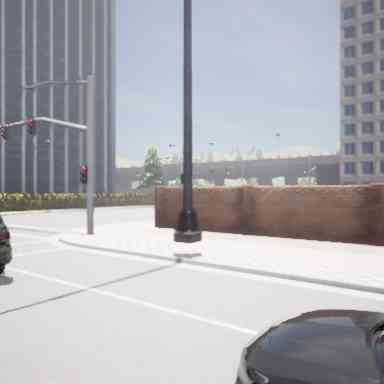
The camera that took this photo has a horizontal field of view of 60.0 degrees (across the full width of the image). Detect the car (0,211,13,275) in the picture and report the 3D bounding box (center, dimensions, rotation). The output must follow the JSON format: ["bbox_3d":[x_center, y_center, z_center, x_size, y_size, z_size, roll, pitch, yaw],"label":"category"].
[{"bbox_3d":[-7.074,1.226,9.176,5.566,2.045,2.150,0,0,38],"label":"car"}]

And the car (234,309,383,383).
[{"bbox_3d":[2.619,1.505,2.122,4.892,1.490,1.837,0,0,35],"label":"car"}]
